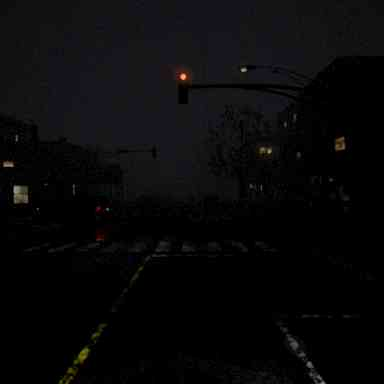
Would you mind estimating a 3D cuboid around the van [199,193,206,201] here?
[{"bbox_3d":[2.721,1.279,85.930,1.690,1.788,3.998,-1,0,0],"label":"van"}]

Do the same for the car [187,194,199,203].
[{"bbox_3d":[0.026,1.430,67.533,1.882,1.535,5.008,0,0,0],"label":"car"}]

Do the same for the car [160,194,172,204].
[{"bbox_3d":[-5.670,1.271,63.757,2.192,1.841,5.009,-1,0,0],"label":"car"}]

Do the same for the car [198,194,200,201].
[{"bbox_3d":[2.714,1.506,63.754,2.008,1.369,4.403,-1,0,0],"label":"car"}]

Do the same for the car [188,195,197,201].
[{"bbox_3d":[0.032,1.394,77.983,1.994,1.385,4.181,0,0,0],"label":"car"}]

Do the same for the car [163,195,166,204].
[{"bbox_3d":[-5.671,1.546,52.670,1.802,1.307,4.206,-1,0,0],"label":"car"}]

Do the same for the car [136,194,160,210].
[{"bbox_3d":[-5.678,1.287,41.581,2.192,1.841,5.009,-1,0,0],"label":"car"}]

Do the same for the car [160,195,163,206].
[{"bbox_3d":[-5.674,1.512,47.125,1.887,1.381,4.507,-1,0,0],"label":"car"}]

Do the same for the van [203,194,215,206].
[{"bbox_3d":[2.707,1.305,52.666,1.690,1.788,3.998,-1,0,0],"label":"van"}]

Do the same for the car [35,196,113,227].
[{"bbox_3d":[-8.295,1.291,23.377,5.566,2.045,2.150,-1,0,19],"label":"car"}]

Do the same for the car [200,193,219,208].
[{"bbox_3d":[2.705,1.283,47.122,2.192,1.841,5.009,-1,0,0],"label":"car"}]

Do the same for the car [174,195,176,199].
[{"bbox_3d":[-5.660,1.487,80.389,1.887,1.381,4.507,-1,0,0],"label":"car"}]
